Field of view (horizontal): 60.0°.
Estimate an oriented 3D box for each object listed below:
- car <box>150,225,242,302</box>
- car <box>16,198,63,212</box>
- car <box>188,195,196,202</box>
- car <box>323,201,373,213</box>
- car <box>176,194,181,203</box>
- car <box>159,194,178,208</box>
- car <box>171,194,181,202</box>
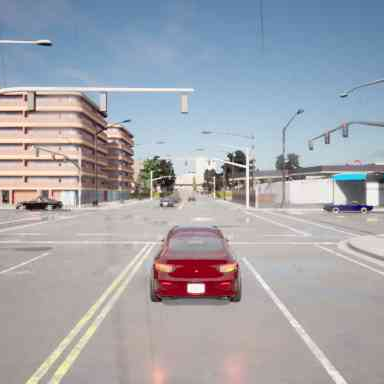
[{"bbox_3d":[0.078,1.526,8.149,1.812,1.442,4.674,0,0,0],"label":"car"},{"bbox_3d":[-16.788,1.406,36.700,4.902,1.511,2.128,1,0,1],"label":"car"},{"bbox_3d":[-0.040,1.540,79.813,2.033,1.411,5.357,0,0,0],"label":"car"},{"bbox_3d":[16.518,1.601,35.454,4.718,1.301,1.895,0,0,1],"label":"car"},{"bbox_3d":[-3.578,1.506,64.477,1.837,1.490,4.892,0,0,1],"label":"car"},{"bbox_3d":[-3.643,1.491,48.374,2.128,1.511,4.902,0,0,1],"label":"car"},{"bbox_3d":[-3.538,1.355,75.631,2.097,1.767,4.553,0,0,0],"label":"car"}]
